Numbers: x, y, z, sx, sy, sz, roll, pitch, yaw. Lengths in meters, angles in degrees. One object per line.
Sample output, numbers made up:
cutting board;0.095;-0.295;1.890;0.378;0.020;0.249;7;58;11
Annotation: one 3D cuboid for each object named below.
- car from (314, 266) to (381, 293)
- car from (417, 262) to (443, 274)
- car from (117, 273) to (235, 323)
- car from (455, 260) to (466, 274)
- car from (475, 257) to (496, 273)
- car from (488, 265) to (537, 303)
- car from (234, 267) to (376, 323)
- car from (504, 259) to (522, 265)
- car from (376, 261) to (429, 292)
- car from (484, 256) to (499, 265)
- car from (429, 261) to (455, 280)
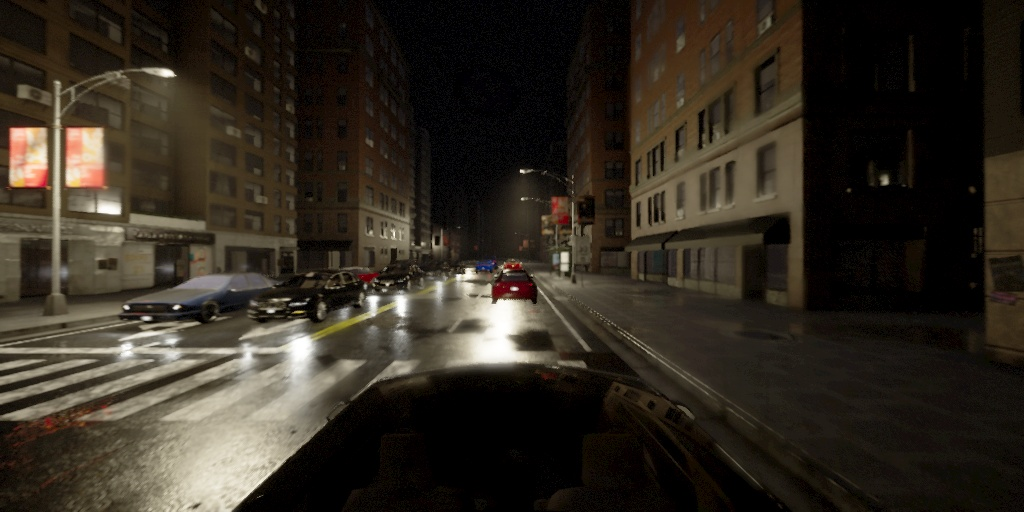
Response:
car;-9.825;1.354;21.910;1.895;1.301;4.718;0;0;0
car;-9.766;1.361;43.042;1.895;1.301;4.718;0;0;1
car;-9.847;1.299;12.319;2.033;1.411;5.357;0;0;0
car;-6.487;1.264;41.358;1.837;1.490;4.892;0;0;0
car;-3.235;1.238;42.818;1.882;1.535;5.008;0;0;0
car;0.106;1.316;16.721;1.994;1.385;4.181;0;0;0
car;-6.593;1.256;12.231;1.837;1.490;4.892;0;0;0
car;0.113;1.110;41.303;2.097;1.767;4.553;0;0;0
car;-6.579;1.258;21.343;1.837;1.490;4.892;0;0;0
car;-3.233;0.987;53.291;2.150;2.045;5.566;0;0;0
car;-6.507;1.260;31.326;1.837;1.490;4.892;0;0;1
